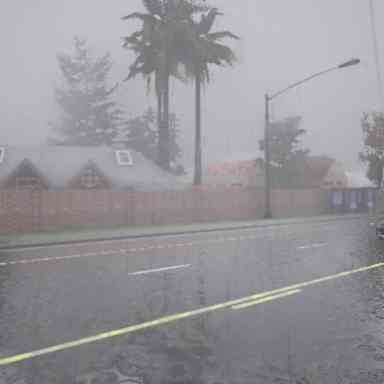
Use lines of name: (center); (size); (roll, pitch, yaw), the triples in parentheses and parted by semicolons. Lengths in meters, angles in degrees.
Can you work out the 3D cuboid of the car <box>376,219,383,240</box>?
car: (10.696, 1.530, 15.942); (4.902, 1.511, 2.128); (0, 0, -36)
